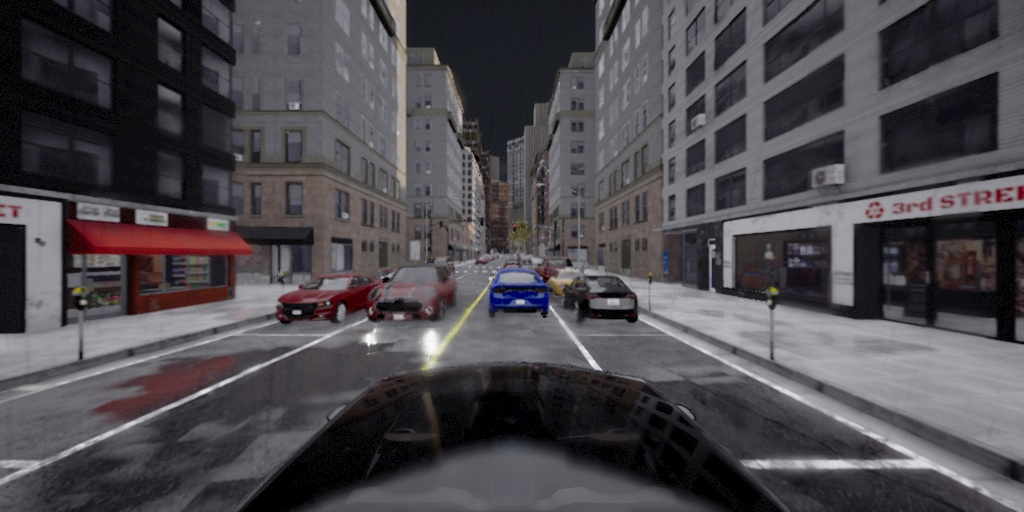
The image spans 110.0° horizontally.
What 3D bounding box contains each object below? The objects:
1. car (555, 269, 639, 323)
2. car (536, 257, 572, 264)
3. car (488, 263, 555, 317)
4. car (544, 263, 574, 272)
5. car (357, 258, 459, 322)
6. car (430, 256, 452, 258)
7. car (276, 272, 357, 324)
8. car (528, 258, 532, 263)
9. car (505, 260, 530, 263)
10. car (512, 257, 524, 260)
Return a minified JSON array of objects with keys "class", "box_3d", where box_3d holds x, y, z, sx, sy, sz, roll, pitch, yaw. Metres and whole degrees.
[{"class":"car","box_3d":[2.759,1.282,11.850,1.948,1.339,4.313,0,0,0]},{"class":"car","box_3d":[2.755,0.980,22.957,2.192,1.841,5.009,0,0,0]},{"class":"car","box_3d":[0.165,1.189,13.002,1.882,1.535,5.008,0,0,-2]},{"class":"car","box_3d":[2.757,1.217,17.573,1.751,1.417,4.829,0,0,0]},{"class":"car","box_3d":[-3.104,1.067,12.061,2.097,1.767,4.553,0,0,0]},{"class":"car","box_3d":[-5.773,0.950,28.512,2.192,1.841,5.009,0,0,0]},{"class":"car","box_3d":[-5.766,1.262,11.854,1.888,1.381,4.507,0,0,0]},{"class":"car","box_3d":[2.750,1.126,34.232,1.751,1.417,4.829,0,0,0]},{"class":"car","box_3d":[0.083,1.210,26.510,1.994,1.385,4.181,0,0,0]},{"class":"car","box_3d":[0.033,1.091,36.478,1.837,1.490,4.892,0,0,0]}]
